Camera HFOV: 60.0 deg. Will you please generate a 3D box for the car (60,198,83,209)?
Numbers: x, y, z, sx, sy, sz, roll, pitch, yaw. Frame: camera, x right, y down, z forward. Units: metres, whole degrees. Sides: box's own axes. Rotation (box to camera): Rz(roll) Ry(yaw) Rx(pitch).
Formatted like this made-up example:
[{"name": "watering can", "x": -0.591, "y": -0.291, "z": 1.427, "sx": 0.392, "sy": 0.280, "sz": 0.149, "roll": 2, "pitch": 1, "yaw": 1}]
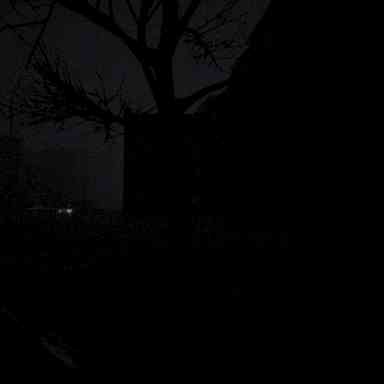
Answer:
[{"name": "car", "x": -18.043, "y": 1.694, "z": 50.363, "sx": 1.837, "sy": 1.490, "sz": 4.892, "roll": 1, "pitch": 0, "yaw": 11}]
